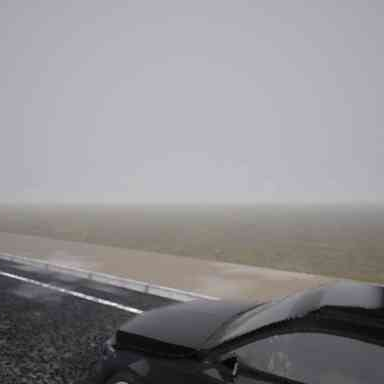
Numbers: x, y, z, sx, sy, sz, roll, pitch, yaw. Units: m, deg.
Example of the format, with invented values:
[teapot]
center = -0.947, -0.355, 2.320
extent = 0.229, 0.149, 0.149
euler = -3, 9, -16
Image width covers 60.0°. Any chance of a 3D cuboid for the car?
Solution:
[car]
center = 1.219, 1.527, 2.693
extent = 4.674, 1.442, 1.812
euler = 0, 0, 35
